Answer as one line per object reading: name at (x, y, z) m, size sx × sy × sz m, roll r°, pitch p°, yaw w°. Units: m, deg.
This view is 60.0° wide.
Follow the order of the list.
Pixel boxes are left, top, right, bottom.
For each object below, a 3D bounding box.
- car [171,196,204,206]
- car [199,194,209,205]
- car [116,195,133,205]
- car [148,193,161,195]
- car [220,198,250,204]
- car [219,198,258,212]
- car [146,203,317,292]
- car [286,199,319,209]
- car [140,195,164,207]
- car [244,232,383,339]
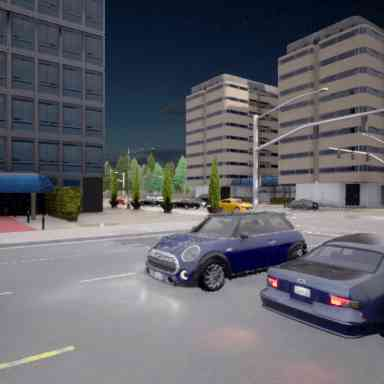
car at (-0.893, 1.601, 43.619) m, size 1.895 × 1.301 × 4.718 m, roll 0°, pitch 0°, yaw -35°
car at (0.254, 1.491, 48.083) m, size 2.128 × 1.511 × 4.902 m, roll 0°, pitch 0°, yaw -35°
car at (-12.002, 1.352, 59.555) m, size 2.097 × 1.767 × 4.553 m, roll 0°, pitch 0°, yaw -35°
car at (-5.810, 1.221, 56.766) m, size 2.150 × 2.045 × 5.566 m, roll 0°, pitch 0°, yaw -34°
car at (4.467, 1.478, 35.964) m, size 1.882 × 1.535 × 5.008 m, roll 0°, pitch 0°, yaw -35°
car at (5.566, 1.505, 40.497) m, size 1.837 × 1.490 × 4.892 m, roll 0°, pitch 0°, yaw -35°
car at (1.043, 1.352, 9.047) m, size 4.553 × 1.767 × 2.097 m, roll 0°, pitch 0°, yaw -36°
car at (13.663, 1.564, 41.568) m, size 1.994 × 1.385 × 4.181 m, roll 0°, pitch 0°, yaw -36°
car at (-6.165, 1.601, 51.152) m, size 1.895 × 1.301 × 4.718 m, roll 0°, pitch 0°, yaw -35°
car at (3.719, 1.547, 6.473) m, size 5.357 × 1.411 × 2.033 m, roll 0°, pitch 0°, yaw -35°
